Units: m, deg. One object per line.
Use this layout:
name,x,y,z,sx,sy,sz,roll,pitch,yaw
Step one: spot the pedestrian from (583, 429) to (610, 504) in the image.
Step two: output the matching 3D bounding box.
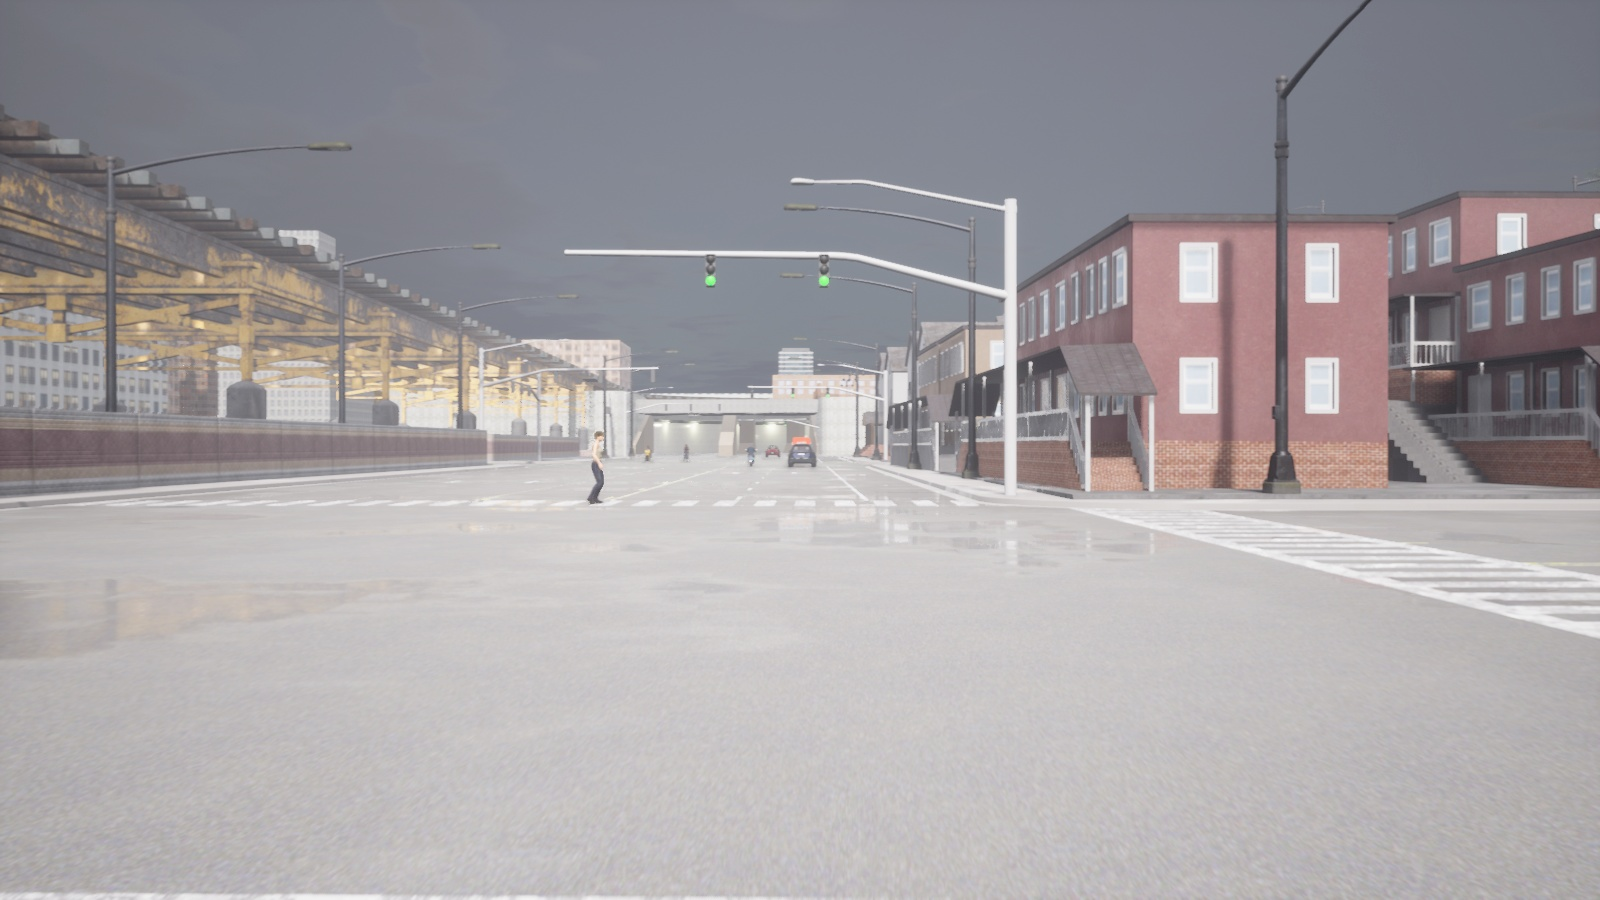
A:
pedestrian,-5.052,0.408,31.200,0.594,1.836,0.345,0,0,3

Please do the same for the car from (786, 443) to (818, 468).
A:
car,0.140,0.346,87.112,2.033,1.649,4.856,0,0,2
